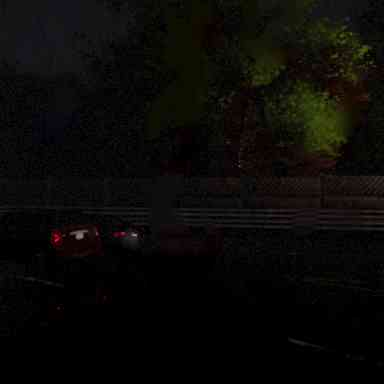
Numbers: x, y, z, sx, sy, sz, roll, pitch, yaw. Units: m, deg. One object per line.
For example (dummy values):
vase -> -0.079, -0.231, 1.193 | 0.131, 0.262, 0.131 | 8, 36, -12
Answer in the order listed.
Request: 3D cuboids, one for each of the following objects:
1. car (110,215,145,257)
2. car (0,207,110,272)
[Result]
car -> -3.859, 1.535, 12.467 | 4.181, 1.385, 1.994 | 0, -1, 22
car -> -5.237, 1.335, 10.838 | 4.553, 1.767, 2.097 | 0, 1, 27
